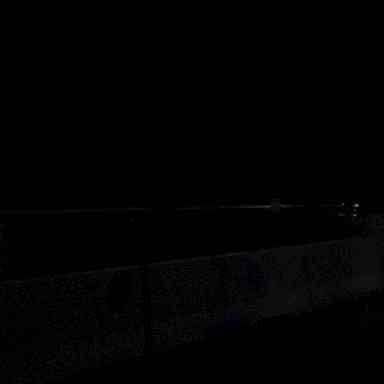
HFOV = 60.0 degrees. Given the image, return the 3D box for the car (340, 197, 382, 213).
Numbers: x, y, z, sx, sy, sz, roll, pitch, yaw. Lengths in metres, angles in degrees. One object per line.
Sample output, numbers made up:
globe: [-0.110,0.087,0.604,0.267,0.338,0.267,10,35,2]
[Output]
car: [18.021,1.363,35.461,4.553,1.767,2.097,0,0,-28]
